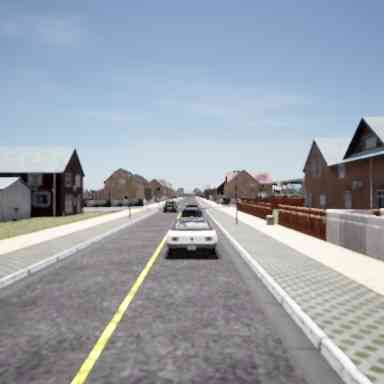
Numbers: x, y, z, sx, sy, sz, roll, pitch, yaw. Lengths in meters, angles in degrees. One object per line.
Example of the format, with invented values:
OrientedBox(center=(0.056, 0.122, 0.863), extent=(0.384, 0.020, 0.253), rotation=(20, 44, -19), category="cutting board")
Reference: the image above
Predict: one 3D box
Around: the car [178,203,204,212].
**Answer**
OrientedBox(center=(0.004, 1.771, 29.292), extent=(1.837, 1.490, 4.892), rotation=(0, 0, 0), category="car")

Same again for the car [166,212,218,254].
OrientedBox(center=(0.001, 1.731, 14.103), extent=(1.895, 1.301, 4.718), rotation=(0, 0, 0), category="car")

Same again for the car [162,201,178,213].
OrientedBox(center=(-2.755, 1.895, 43.425), extent=(1.837, 1.490, 4.892), rotation=(0, -1, 0), category="car")
